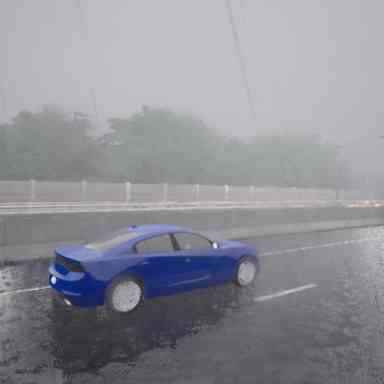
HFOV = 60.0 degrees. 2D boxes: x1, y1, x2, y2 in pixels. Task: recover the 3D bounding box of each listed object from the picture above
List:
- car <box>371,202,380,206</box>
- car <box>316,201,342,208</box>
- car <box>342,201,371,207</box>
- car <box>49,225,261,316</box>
[{"bbox_3d":[22.741,1.935,37.311,5.357,1.411,2.033,1,-1,-35],"label":"car"},{"bbox_3d":[17.711,1.878,42.338,4.892,1.490,1.837,2,-1,-35],"label":"car"},{"bbox_3d":[20.772,1.867,40.205,5.008,1.535,1.882,1,-1,-35],"label":"car"},{"bbox_3d":[-0.563,1.495,7.645,5.008,1.535,1.882,0,0,-36],"label":"car"}]
